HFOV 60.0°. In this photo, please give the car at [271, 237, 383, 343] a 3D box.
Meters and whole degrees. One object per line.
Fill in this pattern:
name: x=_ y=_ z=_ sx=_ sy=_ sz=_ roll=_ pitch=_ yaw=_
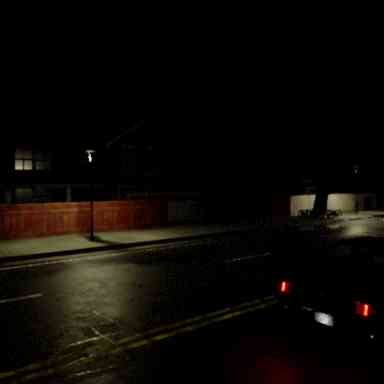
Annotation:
car: x=3.701 y=1.506 z=6.079 sx=4.718 sy=1.301 sz=1.895 roll=-1 pitch=1 yaw=-36
